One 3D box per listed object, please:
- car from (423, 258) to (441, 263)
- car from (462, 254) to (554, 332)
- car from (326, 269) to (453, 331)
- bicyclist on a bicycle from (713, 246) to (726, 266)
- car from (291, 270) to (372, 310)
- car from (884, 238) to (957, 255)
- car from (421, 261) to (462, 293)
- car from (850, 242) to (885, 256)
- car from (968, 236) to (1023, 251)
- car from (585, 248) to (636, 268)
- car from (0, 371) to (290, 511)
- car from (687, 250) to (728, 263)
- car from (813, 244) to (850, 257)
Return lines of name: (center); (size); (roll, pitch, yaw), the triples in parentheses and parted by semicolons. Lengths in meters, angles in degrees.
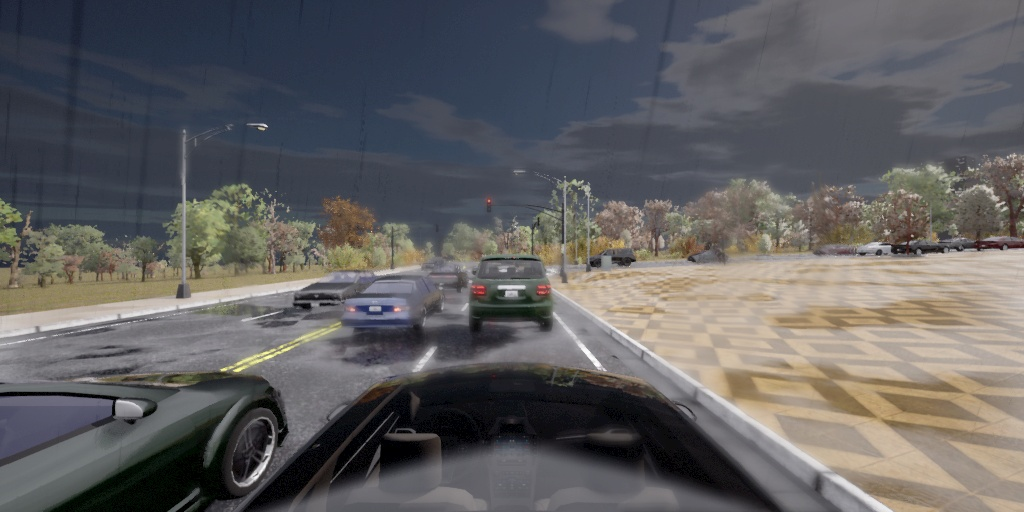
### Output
car: (-12.545, 1.405, 54.750); (1.994, 1.385, 4.181); (0, 0, -5)
car: (-0.063, 0.977, 11.020); (2.150, 2.045, 5.566); (0, 0, -1)
car: (-3.311, 1.303, 11.022); (2.033, 1.411, 5.357); (0, 0, -1)
bicyclist on a bicycle: (17.399, 0.004, 30.124); (0.582, 1.620, 1.656); (-2, 0, -3)
car: (-6.847, 1.306, 15.038); (2.033, 1.411, 5.357); (0, 0, -1)
car: (41.237, -0.879, 36.232); (5.008, 1.535, 1.882); (-3, 0, -5)
car: (-3.624, 1.257, 20.768); (2.128, 1.511, 4.902); (0, 0, 0)
car: (40.574, -0.806, 39.431); (4.674, 1.442, 1.812); (-3, 0, -6)
car: (51.156, -1.317, 37.365); (5.008, 1.535, 1.882); (-3, 0, -7)
car: (11.182, 0.218, 40.726); (5.566, 2.045, 2.150); (-3, 0, -3)
car: (-3.173, 1.314, 1.800); (1.994, 1.385, 4.181); (0, 0, 0)
car: (22.538, 0.043, 41.362); (4.181, 1.385, 1.994); (-3, 0, -4)
car: (38.287, -0.669, 42.589); (4.181, 1.385, 1.994); (-3, 0, -5)
